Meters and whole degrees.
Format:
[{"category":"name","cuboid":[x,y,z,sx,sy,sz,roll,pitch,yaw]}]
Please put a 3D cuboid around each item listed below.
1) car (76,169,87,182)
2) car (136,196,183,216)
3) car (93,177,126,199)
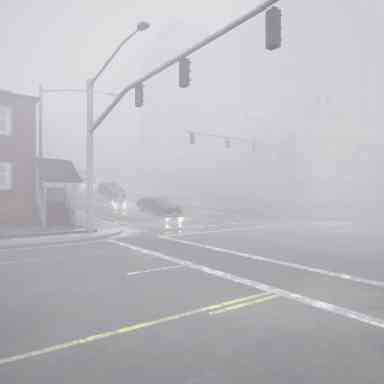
[{"category":"car","cuboid":[-14.927,-2.317,45.367,2.033,1.411,5.357,0,12,-35]},{"category":"car","cuboid":[-2.943,1.087,28.676,2.033,1.411,5.357,0,5,-36]},{"category":"car","cuboid":[-8.922,-0.283,37.000,2.128,1.511,4.902,0,10,-35]}]
